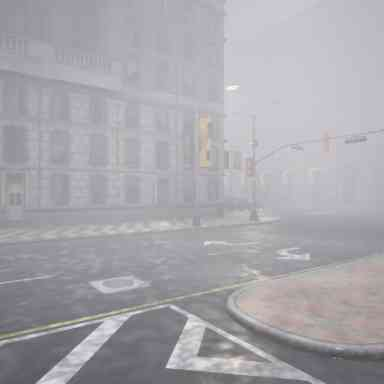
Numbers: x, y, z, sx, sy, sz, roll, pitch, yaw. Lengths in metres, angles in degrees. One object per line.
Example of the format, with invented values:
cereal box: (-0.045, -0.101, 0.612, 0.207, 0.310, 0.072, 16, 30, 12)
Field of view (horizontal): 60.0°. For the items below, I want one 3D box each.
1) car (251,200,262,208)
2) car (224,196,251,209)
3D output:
car: (7.284, 1.547, 46.668, 2.033, 1.411, 5.357, 0, 0, -36)
car: (5.030, 1.352, 43.812, 2.097, 1.767, 4.553, 0, 0, -35)
